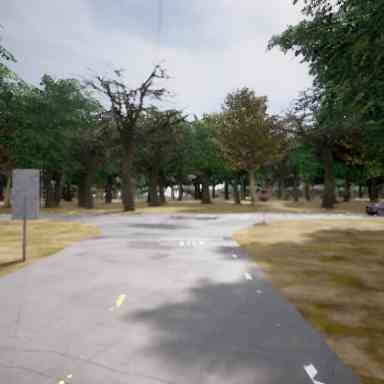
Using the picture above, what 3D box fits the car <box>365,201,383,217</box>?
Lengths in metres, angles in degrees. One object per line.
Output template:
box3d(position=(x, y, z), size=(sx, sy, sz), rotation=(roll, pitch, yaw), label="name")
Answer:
box3d(position=(17.549, 1.430, 29.236), size=(4.181, 1.385, 1.994), rotation=(0, -2, 2), label="car")
